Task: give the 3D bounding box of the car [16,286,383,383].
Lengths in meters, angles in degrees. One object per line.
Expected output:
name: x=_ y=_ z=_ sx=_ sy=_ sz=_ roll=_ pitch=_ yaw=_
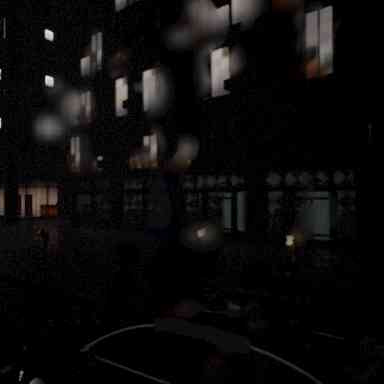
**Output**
car: x=0.198 y=1.554 z=2.861 sx=4.403 sy=1.369 sz=2.008 roll=0 pitch=0 yaw=36
